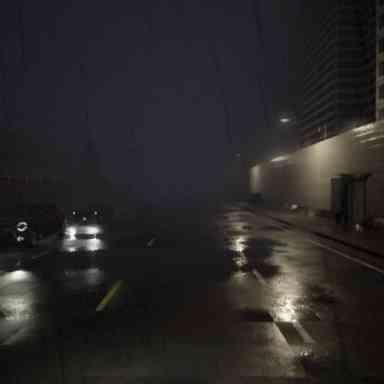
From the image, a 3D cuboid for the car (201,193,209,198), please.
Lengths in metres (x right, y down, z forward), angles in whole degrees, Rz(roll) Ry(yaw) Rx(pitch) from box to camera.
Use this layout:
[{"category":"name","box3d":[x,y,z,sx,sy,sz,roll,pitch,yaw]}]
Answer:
[{"category":"car","box3d":[3.456,1.004,88.938,1.895,1.301,4.718,0,0,0]}]

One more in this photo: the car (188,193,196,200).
[{"category":"car","box3d":[-0.025,0.920,73.105,2.128,1.511,4.902,0,0,0]}]

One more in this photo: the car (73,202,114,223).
[{"category":"car","box3d":[-7.100,1.453,24.217,1.895,1.301,4.718,0,0,0]}]

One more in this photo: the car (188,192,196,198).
[{"category":"car","box3d":[-0.031,0.817,88.104,1.994,1.385,4.181,0,0,0]}]

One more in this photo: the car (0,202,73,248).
[{"category":"car","box3d":[-7.101,1.265,14.230,2.097,1.767,4.553,0,0,0]}]
